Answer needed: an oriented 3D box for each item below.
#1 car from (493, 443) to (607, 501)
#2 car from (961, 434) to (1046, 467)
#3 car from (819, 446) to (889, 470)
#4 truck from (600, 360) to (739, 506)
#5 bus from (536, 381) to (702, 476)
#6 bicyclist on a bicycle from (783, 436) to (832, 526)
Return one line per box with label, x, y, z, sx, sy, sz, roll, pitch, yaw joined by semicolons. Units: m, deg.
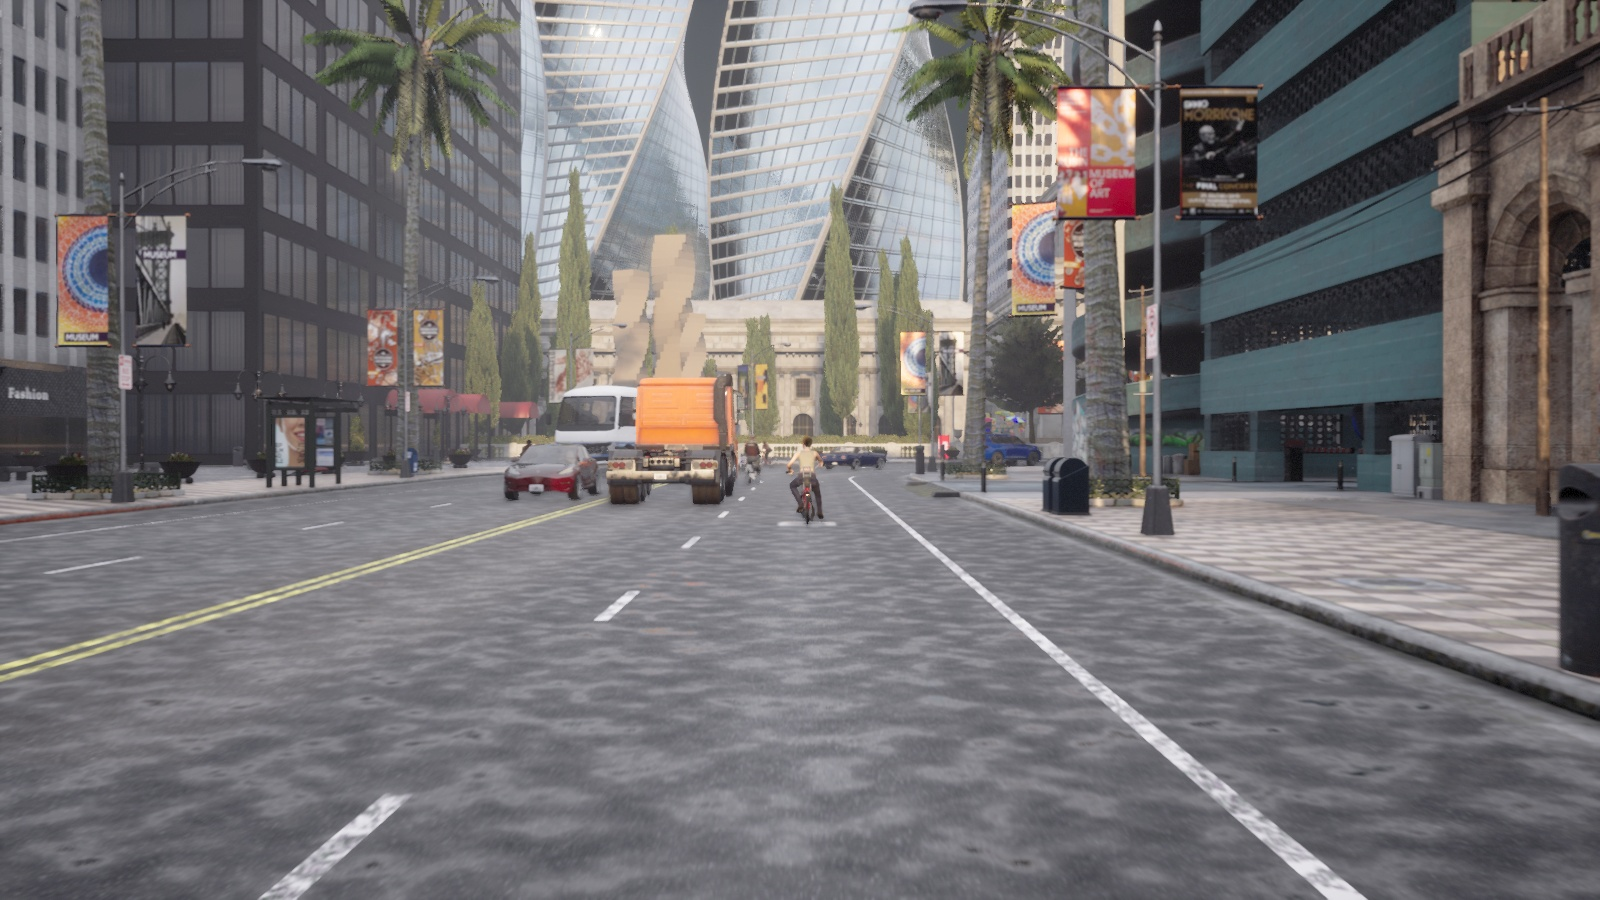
car;-6.800;0.545;34.716;2.163;1.488;4.792;0;0;0
car;13.202;0.018;81.348;5.566;2.045;2.150;0;0;-36
car;3.122;0.449;71.119;1.895;1.301;4.718;0;0;32
truck;-3.303;-0.429;33.873;2.891;3.462;7.936;0;0;0
bus;-8.642;-0.986;62.010;3.944;4.253;10.273;0;0;18
bicyclist on a bicycle;0.125;0.553;23.197;0.866;1.612;1.509;0;0;-1
